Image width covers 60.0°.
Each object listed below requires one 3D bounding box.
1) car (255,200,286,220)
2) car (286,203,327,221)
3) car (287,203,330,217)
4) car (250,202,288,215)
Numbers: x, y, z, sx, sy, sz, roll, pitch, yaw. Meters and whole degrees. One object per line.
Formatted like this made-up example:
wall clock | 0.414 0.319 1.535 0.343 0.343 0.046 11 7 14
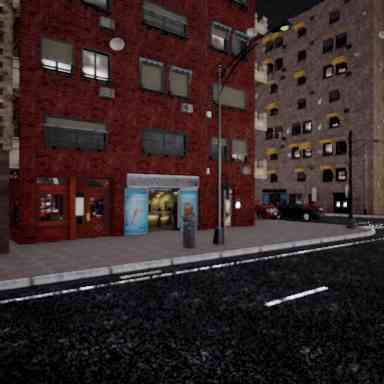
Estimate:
car | 5.989 1.675 31.927 2.192 1.841 5.009 -1 0 -37
car | 9.901 1.808 31.288 1.882 1.535 5.008 0 -1 -37
car | 12.919 1.964 37.104 1.802 1.307 4.206 -1 0 -37
car | 9.567 2.019 41.549 1.947 1.339 4.313 -1 0 -37
